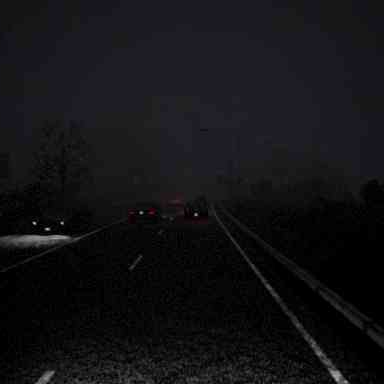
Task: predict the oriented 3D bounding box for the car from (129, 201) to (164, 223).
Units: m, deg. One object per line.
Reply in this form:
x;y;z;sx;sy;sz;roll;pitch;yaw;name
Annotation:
-3.198;1.367;23.887;2.033;1.411;5.357;0;0;1;car

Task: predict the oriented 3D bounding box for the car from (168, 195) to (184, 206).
-2.260;1.123;47.187;1.882;1.535;5.008;0;1;4;car

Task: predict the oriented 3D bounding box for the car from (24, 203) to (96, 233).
-6.979;1.405;18.789;2.033;1.411;5.357;0;0;1;car

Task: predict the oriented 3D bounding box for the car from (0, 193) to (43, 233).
-10.475;1.077;18.930;2.150;2.045;5.566;0;0;1;car

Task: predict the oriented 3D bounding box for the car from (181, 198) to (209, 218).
0.377;1.396;27.291;1.895;1.301;4.718;0;0;1;car

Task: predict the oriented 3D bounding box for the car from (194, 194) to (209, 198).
1.336;1.139;48.636;1.837;1.490;4.892;0;0;4;car
